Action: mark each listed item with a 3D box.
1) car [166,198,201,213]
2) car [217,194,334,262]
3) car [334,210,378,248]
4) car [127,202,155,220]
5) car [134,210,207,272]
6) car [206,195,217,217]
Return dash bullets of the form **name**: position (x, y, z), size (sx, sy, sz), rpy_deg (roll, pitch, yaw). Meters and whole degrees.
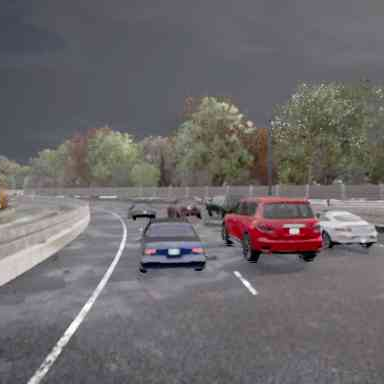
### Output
- **car**: position (-0.808, 1.323, 28.604), size (2.097, 1.767, 4.553), rpy_deg (0, 0, -16)
- **car**: position (2.620, 1.204, 12.207), size (2.150, 2.045, 5.566), rpy_deg (0, 0, -7)
- **car**: position (5.845, 1.497, 14.275), size (1.812, 1.442, 4.674), rpy_deg (0, 0, -8)
- **car**: position (-4.271, 1.545, 27.987), size (1.994, 1.385, 4.181), rpy_deg (0, 0, -17)
- **car**: position (-0.732, 1.538, 10.802), size (2.033, 1.411, 5.357), rpy_deg (0, 0, -7)
- **car**: position (2.918, 1.187, 28.420), size (2.150, 2.045, 5.566), rpy_deg (0, 0, -15)
